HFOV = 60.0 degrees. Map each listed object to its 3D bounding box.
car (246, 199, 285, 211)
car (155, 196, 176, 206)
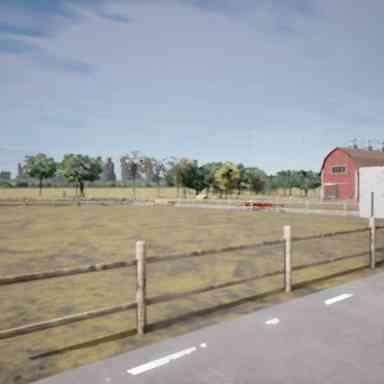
[{"bbox_3d":[8.705,1.545,39.724,1.895,1.301,4.718,-1,1,-36],"label":"car"},{"bbox_3d":[-4.655,1.490,58.328,2.097,1.767,4.553,-1,0,-35],"label":"car"}]
